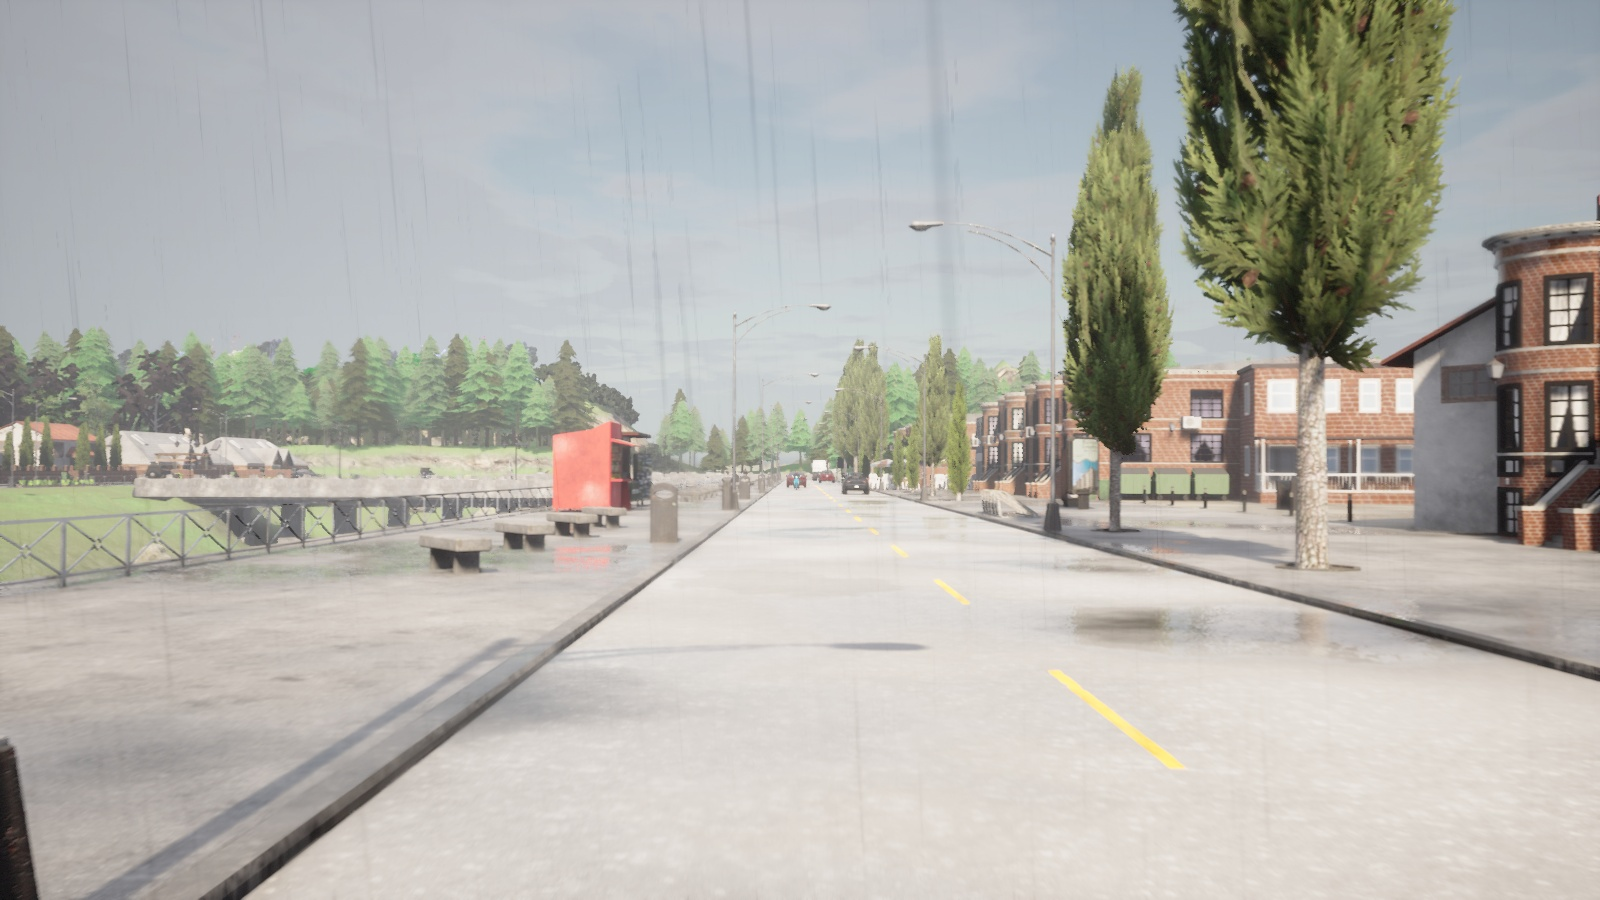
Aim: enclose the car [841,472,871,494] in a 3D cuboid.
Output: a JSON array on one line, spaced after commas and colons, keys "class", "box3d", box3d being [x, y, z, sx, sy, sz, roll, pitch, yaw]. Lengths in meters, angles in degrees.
[{"class": "car", "box3d": [3.778, 2.247, 85.669, 1.816, 1.474, 4.193, 0, -1, 0]}]
